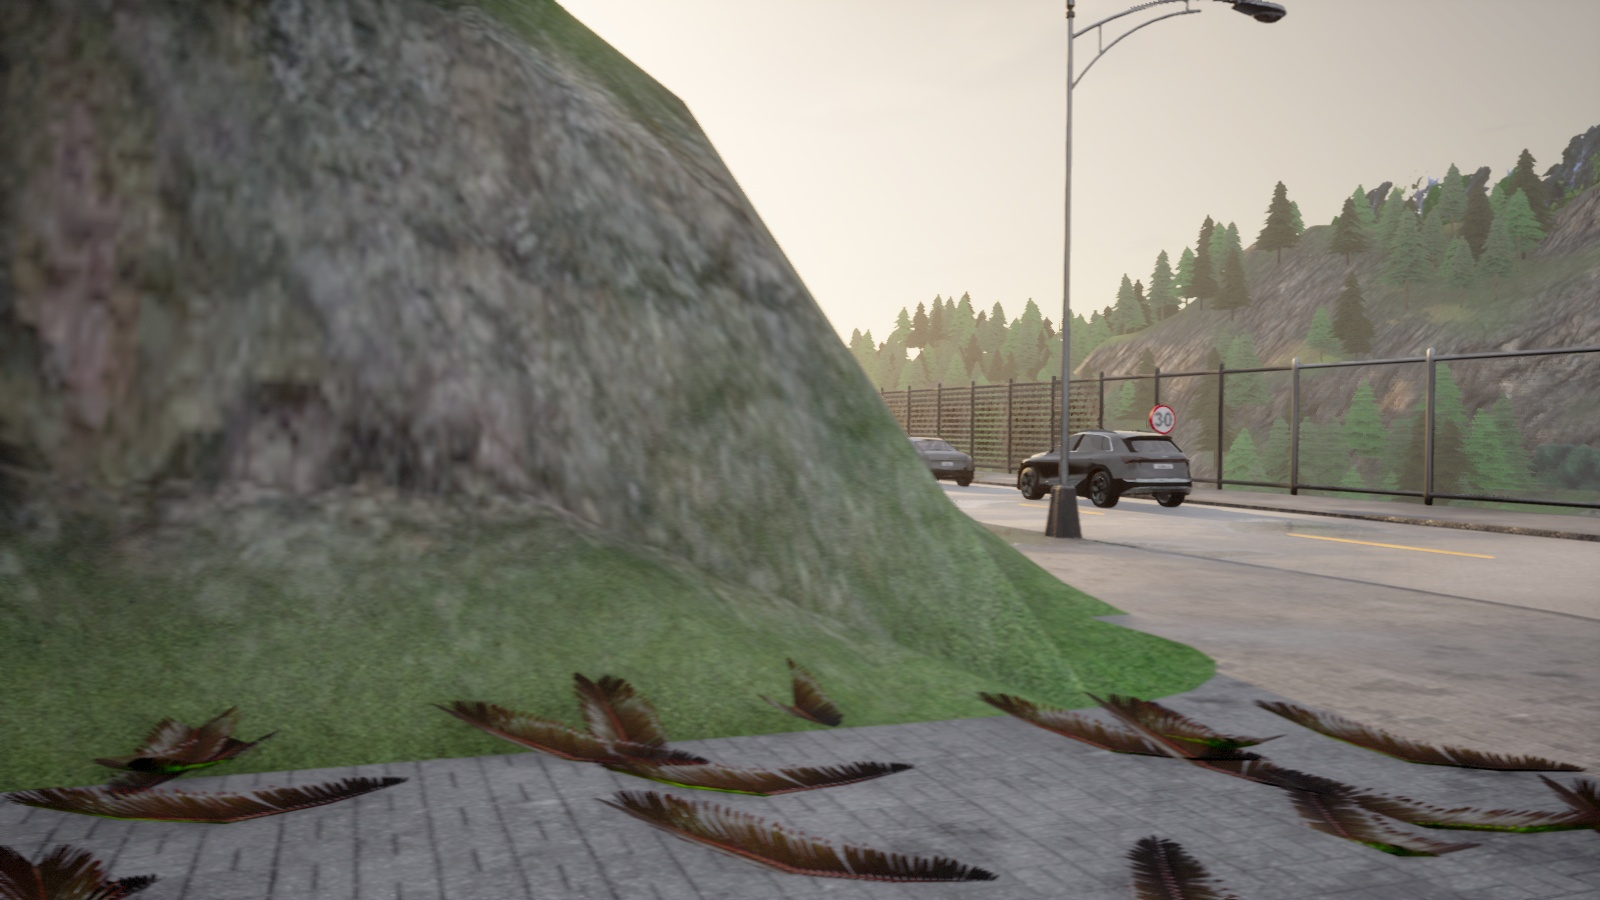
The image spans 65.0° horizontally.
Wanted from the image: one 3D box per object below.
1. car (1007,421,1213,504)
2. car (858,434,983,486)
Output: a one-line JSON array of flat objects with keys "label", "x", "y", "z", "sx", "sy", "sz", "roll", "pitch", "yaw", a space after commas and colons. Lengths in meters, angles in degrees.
[{"label": "car", "x": 6.650, "y": 0.213, "z": 27.588, "sx": 2.033, "sy": 1.649, "sz": 4.856, "roll": -1, "pitch": 1, "yaw": -20}, {"label": "car", "x": 3.424, "y": 0.239, "z": 36.467, "sx": 1.994, "sy": 1.385, "sz": 4.181, "roll": -1, "pitch": 1, "yaw": -20}]
